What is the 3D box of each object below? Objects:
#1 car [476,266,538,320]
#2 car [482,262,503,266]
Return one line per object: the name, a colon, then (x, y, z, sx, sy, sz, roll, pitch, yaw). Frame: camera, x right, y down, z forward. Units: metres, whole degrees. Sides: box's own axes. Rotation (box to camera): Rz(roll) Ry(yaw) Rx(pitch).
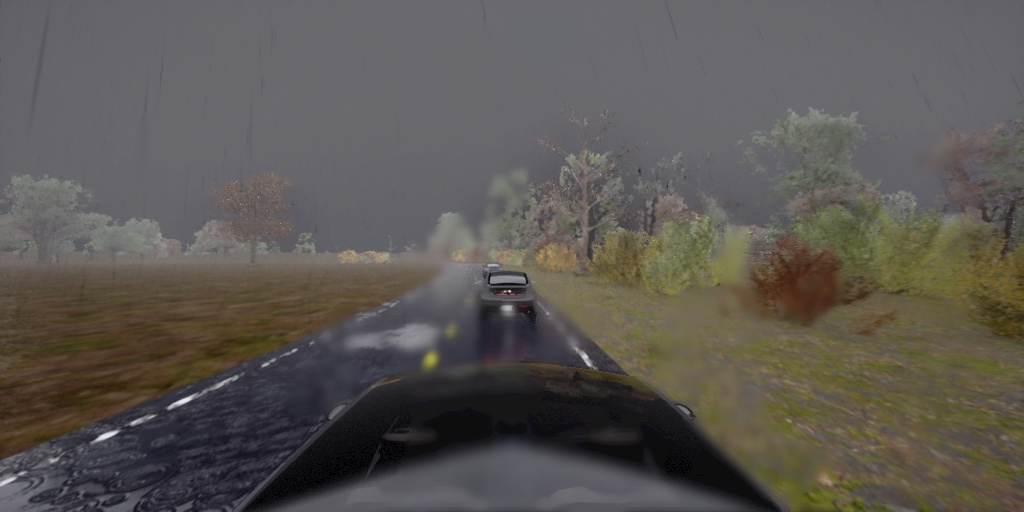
car: (-0.181, 1.256, 12.556, 1.837, 1.490, 4.892, 0, 0, -2)
car: (-1.781, 1.276, 33.418, 1.812, 1.442, 4.674, 0, 0, -6)
